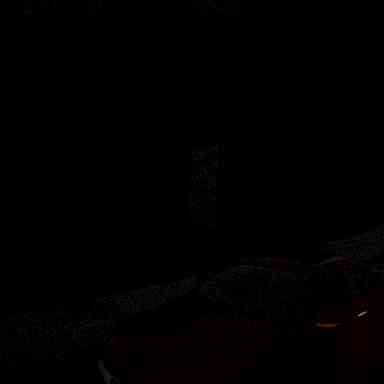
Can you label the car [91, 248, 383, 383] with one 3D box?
[{"bbox_3d":[1.129,1.522,4.186,4.674,1.442,1.812,0,0,-40],"label":"car"}]
